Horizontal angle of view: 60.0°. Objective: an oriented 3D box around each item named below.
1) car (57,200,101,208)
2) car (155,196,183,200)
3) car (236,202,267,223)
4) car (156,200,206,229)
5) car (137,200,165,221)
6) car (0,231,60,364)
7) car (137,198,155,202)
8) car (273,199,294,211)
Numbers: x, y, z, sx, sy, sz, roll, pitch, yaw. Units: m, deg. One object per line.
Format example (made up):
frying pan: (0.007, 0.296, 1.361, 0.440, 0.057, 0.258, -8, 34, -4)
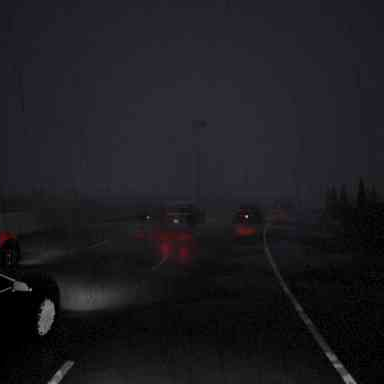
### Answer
car: (-9.571, 1.447, 28.220, 1.882, 1.535, 5.008, 0, 0, 17)
car: (-3.162, 1.405, 51.631, 2.097, 1.767, 4.553, 0, 0, 30)
car: (4.679, 1.520, 26.238, 1.837, 1.490, 4.892, 0, 0, 18)
car: (-0.326, 1.491, 21.671, 2.128, 1.511, 4.902, 0, 0, 14)
car: (-2.556, 1.593, 26.693, 1.895, 1.301, 4.718, 0, 0, 17)
car: (-3.161, 1.495, 3.571, 1.837, 1.490, 4.892, 0, 0, 3)
car: (-6.691, 1.600, 52.525, 1.895, 1.301, 4.718, 0, 0, 30)
car: (11.368, 1.562, 41.329, 1.812, 1.442, 4.674, 0, 0, 29)
